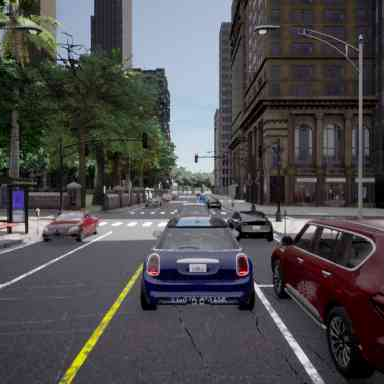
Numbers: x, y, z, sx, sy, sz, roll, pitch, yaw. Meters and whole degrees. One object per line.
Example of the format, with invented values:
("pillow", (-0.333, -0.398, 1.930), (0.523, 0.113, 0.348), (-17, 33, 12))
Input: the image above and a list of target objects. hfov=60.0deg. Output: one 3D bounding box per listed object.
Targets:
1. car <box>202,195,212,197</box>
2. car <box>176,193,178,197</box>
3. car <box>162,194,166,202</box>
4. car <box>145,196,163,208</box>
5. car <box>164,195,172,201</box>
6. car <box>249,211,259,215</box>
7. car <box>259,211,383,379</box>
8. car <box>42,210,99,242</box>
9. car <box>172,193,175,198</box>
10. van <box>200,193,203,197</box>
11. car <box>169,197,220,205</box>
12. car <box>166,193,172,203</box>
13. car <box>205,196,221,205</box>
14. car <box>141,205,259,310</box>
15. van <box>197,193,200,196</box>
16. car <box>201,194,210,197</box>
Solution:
("car", (2.762, 1.544, 48.158), (1.947, 1.339, 4.313), (0, 0, 0))
("car", (-5.760, 1.239, 91.541), (2.192, 1.841, 5.009), (0, 0, 0))
("car", (-5.763, 1.414, 53.598), (1.967, 1.590, 4.097), (0, 0, 0))
("car", (-5.763, 1.529, 48.178), (2.008, 1.369, 4.403), (0, 0, 0))
("car", (-5.761, 1.466, 80.531), (1.752, 1.417, 4.829), (0, 0, 0))
("car", (2.760, 1.562, 16.301), (1.947, 1.339, 4.313), (0, 0, 0))
("car", (2.758, 1.314, 5.450), (2.192, 1.841, 5.009), (0, 0, 0))
("car", (-5.765, 1.578, 16.319), (1.802, 1.307, 4.206), (0, 0, 0))
("car", (-5.762, 1.264, 75.280), (2.192, 1.841, 5.009), (0, 0, 0))
("van", (2.762, 1.309, 58.999), (1.690, 1.788, 3.998), (0, 0, 0))
("car", (0.102, 1.348, 17.484), (2.097, 1.767, 4.553), (0, 0, 0))
("car", (-5.762, 1.396, 69.860), (1.967, 1.590, 4.097), (0, 0, 0))
("car", (2.762, 1.547, 42.738), (1.947, 1.339, 4.313), (0, 0, 0))
("car", (0.103, 1.351, 7.950), (2.097, 1.767, 4.553), (0, 0, 0))
("van", (2.764, 1.282, 80.680), (1.690, 1.788, 3.998), (0, 0, 0))
("car", (2.763, 1.499, 53.748), (1.752, 1.417, 4.829), (0, 0, 0))
